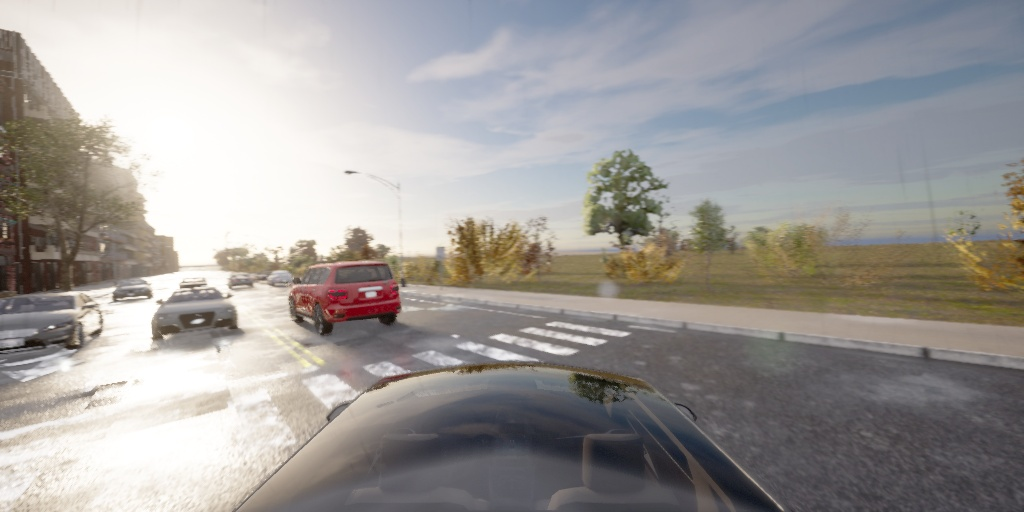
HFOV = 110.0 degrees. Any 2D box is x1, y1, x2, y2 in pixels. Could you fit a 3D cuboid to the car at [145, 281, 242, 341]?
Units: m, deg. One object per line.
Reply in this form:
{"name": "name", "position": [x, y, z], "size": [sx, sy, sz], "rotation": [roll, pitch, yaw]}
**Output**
{"name": "car", "position": [-10.501, 1.775, 11.943], "size": [1.994, 1.385, 4.181], "rotation": [-3, 0, -42]}

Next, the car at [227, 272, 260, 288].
{"name": "car", "position": [-26.294, 2.385, 34.721], "size": [2.033, 1.411, 5.357], "rotation": [-3, 0, -41]}

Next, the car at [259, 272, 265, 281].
{"name": "car", "position": [-30.867, 2.616, 44.653], "size": [1.895, 1.301, 4.718], "rotation": [-3, 0, -42]}

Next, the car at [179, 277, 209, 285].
{"name": "car", "position": [-26.441, 2.453, 29.829], "size": [1.895, 1.301, 4.718], "rotation": [-3, 0, -41]}

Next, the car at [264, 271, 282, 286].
{"name": "car", "position": [-23.623, 2.245, 36.611], "size": [1.812, 1.442, 4.674], "rotation": [-3, 0, -40]}

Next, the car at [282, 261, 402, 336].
{"name": "car", "position": [-5.677, 1.228, 11.872], "size": [2.150, 2.045, 5.566], "rotation": [-3, 0, -42]}

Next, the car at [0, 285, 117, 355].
{"name": "car", "position": [-13.235, 1.823, 10.126], "size": [2.128, 1.511, 4.902], "rotation": [-3, 0, -42]}

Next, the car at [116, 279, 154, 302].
{"name": "car", "position": [-27.583, 2.434, 26.218], "size": [1.812, 1.442, 4.674], "rotation": [-3, 0, -42]}
